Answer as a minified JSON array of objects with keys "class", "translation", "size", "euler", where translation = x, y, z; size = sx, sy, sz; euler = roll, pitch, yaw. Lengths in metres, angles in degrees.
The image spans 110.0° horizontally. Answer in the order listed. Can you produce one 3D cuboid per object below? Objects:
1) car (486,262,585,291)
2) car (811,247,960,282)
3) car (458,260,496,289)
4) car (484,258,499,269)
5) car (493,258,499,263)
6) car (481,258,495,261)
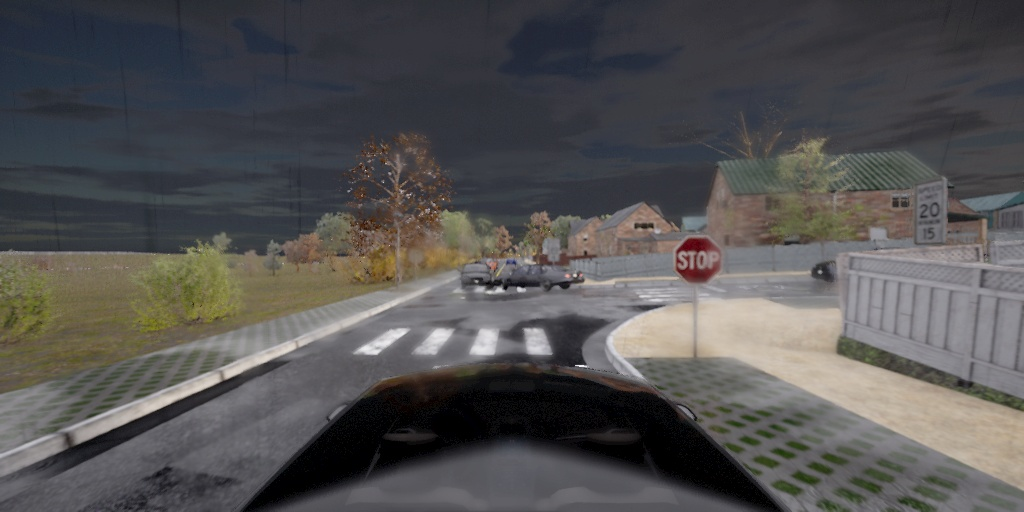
[{"class":"car","translation":[1.300,1.133,19.538],"size":[5.357,1.411,2.033],"euler":[-4,-3,43]},{"class":"car","translation":[14.363,0.369,13.942],"size":[4.181,1.385,1.994],"euler":[-3,0,16]},{"class":"car","translation":[-2.295,1.183,22.441],"size":[1.837,1.490,4.892],"euler":[0,0,-8]},{"class":"car","translation":[-2.945,1.072,52.294],"size":[1.882,1.535,5.008],"euler":[0,0,0]},{"class":"car","translation":[-2.937,0.973,42.257],"size":[2.097,1.767,4.553],"euler":[0,0,1]},{"class":"car","translation":[-2.918,1.197,32.254],"size":[2.033,1.411,5.357],"euler":[0,0,0]}]
